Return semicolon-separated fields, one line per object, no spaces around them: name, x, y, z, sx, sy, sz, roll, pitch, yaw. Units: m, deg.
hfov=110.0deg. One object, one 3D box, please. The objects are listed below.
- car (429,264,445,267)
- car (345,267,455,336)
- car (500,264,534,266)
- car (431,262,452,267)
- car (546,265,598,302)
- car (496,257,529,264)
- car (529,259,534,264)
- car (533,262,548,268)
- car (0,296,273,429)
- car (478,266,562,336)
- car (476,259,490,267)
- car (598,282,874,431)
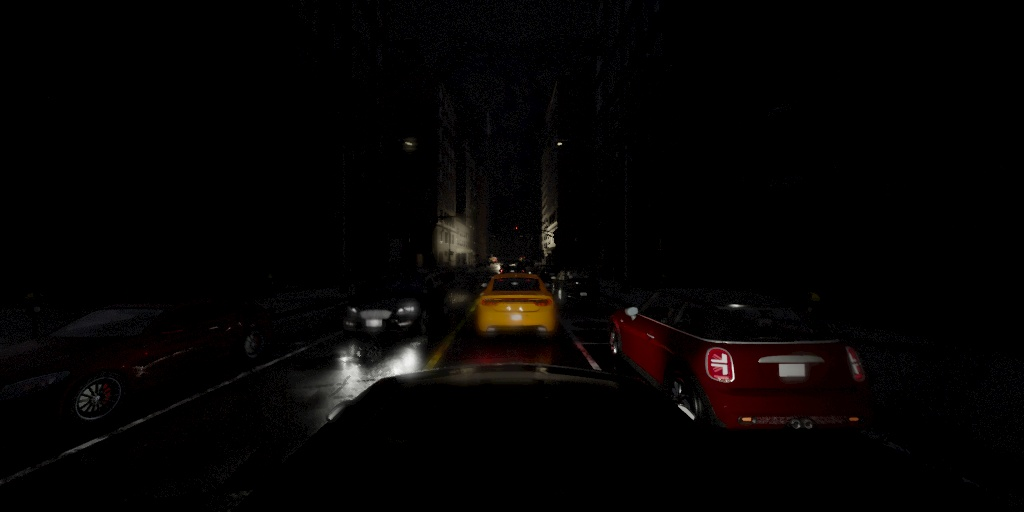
car;-5.630;1.334;22.119;1.802;1.307;4.207;0;0;0
car;-3.080;1.242;10.485;2.128;1.511;4.902;0;0;0
car;0.135;1.315;19.475;1.994;1.385;4.181;0;0;0
car;-5.619;1.193;27.621;1.967;1.591;4.097;0;0;0
car;2.885;1.301;16.601;2.007;1.370;4.403;0;0;0
car;0.081;1.105;28.207;2.097;1.767;4.553;0;0;1
car;3.013;1.232;64.693;1.967;1.591;4.097;0;0;0
car;2.907;1.319;27.604;1.948;1.339;4.313;0;0;0
car;-5.661;1.332;5.616;1.802;1.307;4.207;0;0;0
car;0.114;1.228;10.487;1.882;1.535;5.008;0;0;0
car;-5.512;1.375;64.722;1.802;1.307;4.207;0;0;0
car;2.864;1.190;5.599;1.967;1.591;4.097;0;0;0
